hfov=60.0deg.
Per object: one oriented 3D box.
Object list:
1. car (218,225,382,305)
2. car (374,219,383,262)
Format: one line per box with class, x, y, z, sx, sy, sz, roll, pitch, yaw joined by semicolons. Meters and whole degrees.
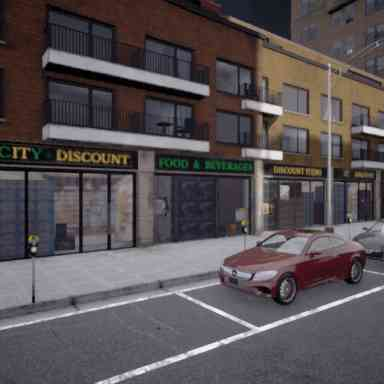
car;2.554;1.581;8.002;4.206;1.307;1.802;0;0;-35
car;7.050;1.549;11.202;4.403;1.369;2.008;0;0;-35
